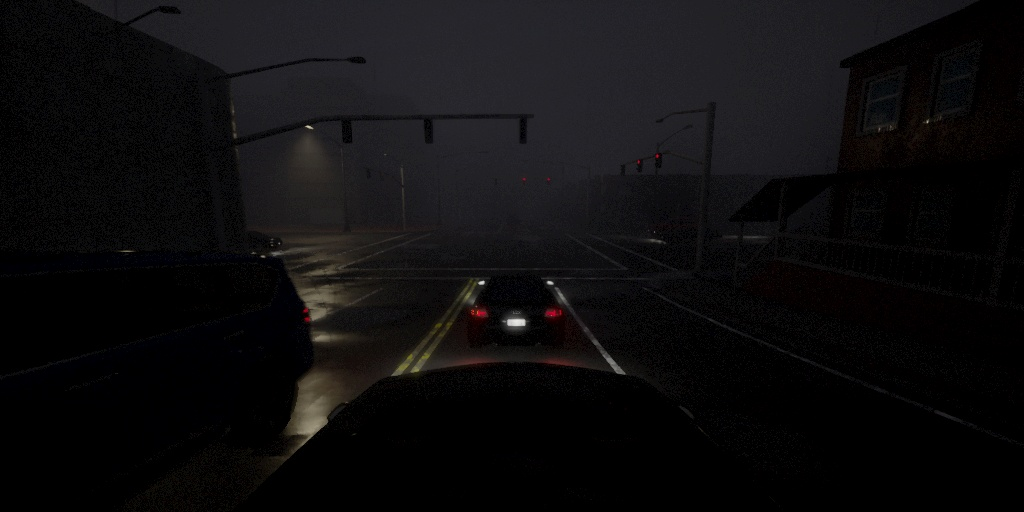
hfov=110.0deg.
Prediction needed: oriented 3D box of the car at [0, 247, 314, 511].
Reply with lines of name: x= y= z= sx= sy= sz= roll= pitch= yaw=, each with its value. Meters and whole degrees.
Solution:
car: x=-3.601 y=0.977 z=2.298 sx=2.150 sy=2.045 sz=5.566 roll=0 pitch=0 yaw=0

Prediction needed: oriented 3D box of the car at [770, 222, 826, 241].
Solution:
car: x=27.192 y=-2.240 z=33.771 sx=5.008 sy=1.535 sz=1.882 roll=0 pitch=8 yaw=0

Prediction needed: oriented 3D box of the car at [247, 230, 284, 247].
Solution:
car: x=-19.941 y=-1.185 z=26.977 sx=4.892 sy=1.490 sz=1.837 roll=0 pitch=8 yaw=1

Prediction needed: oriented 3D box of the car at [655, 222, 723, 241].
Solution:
car: x=16.865 y=-2.177 z=33.859 sx=5.357 sy=1.411 sz=2.033 roll=0 pitch=8 yaw=0

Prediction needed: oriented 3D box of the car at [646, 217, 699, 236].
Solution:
car: x=17.000 y=-3.009 z=37.273 sx=5.566 sy=2.045 sz=2.150 roll=0 pitch=8 yaw=0

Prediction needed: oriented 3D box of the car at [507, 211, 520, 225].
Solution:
car: x=0.297 y=-6.065 z=59.004 sx=2.097 sy=1.767 sz=4.553 roll=0 pitch=8 yaw=0

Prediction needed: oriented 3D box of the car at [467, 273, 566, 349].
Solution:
car: x=0.099 y=1.091 z=8.682 sx=1.994 sy=1.385 sz=4.181 roll=0 pitch=3 yaw=0
